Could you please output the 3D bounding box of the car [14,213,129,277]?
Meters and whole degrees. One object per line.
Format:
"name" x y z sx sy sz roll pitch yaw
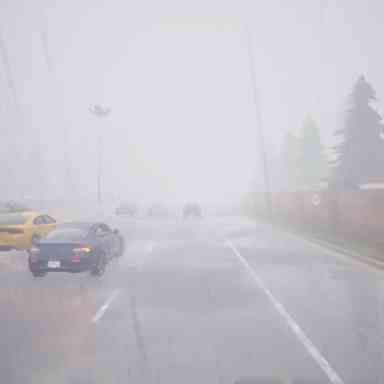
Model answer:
"car" -3.394 1.624 10.486 1.812 1.442 4.674 0 0 0

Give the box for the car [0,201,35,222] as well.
"car" -13.991 1.443 25.339 1.994 1.385 4.181 0 -1 0

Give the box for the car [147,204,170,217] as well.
"car" -3.469 1.888 34.847 1.994 1.385 4.181 0 0 0

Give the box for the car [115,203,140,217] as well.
"car" -6.971 1.884 36.214 2.033 1.411 5.357 0 -1 0

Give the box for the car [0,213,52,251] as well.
"car" -6.894 1.610 14.121 1.882 1.535 5.008 0 -1 0

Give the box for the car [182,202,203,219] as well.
"car" 0.015 1.814 33.286 1.837 1.490 4.892 0 -1 0

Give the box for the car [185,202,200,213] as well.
"car" 0.028 2.015 44.632 1.895 1.301 4.718 0 -1 0
